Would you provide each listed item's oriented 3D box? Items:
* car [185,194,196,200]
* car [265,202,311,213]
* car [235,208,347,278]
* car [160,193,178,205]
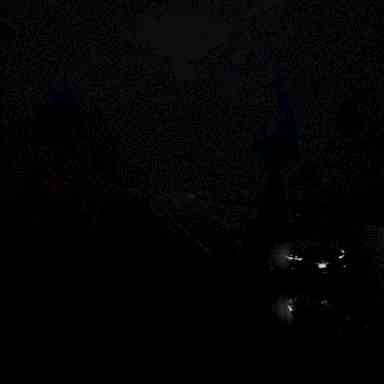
[{"bbox_3d":[-0.366,1.161,78.058,1.812,1.442,4.674,-1,0,-9],"label":"car"},{"bbox_3d":[7.397,1.437,26.243,1.895,1.301,4.718,-1,0,-9],"label":"car"},{"bbox_3d":[2.716,1.486,10.227,1.837,1.490,4.892,-1,0,-8],"label":"car"},{"bbox_3d":[-3.946,1.375,53.831,1.994,1.385,4.181,-1,0,-9],"label":"car"}]
